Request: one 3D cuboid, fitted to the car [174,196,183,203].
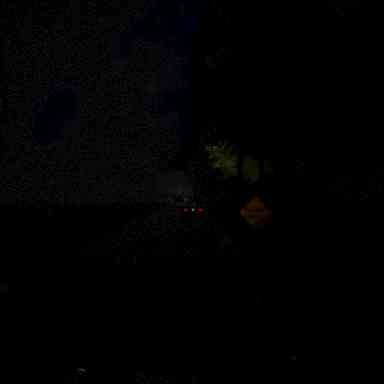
[{"bbox_3d":[-2.772,1.606,70.136,1.994,1.385,4.181,0,0,0],"label":"car"}]

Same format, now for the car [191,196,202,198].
[{"bbox_3d":[0.033,1.621,44.696,1.895,1.301,4.718,0,0,1],"label":"car"}]

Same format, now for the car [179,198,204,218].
[{"bbox_3d":[0.094,1.532,29.771,2.033,1.411,5.357,0,0,0],"label":"car"}]

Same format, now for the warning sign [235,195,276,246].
[{"bbox_3d":[2.489,1.091,13.197,1.300,1.860,1.060,3,3,0],"label":"warning sign"}]
